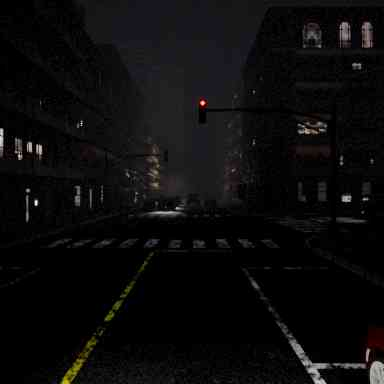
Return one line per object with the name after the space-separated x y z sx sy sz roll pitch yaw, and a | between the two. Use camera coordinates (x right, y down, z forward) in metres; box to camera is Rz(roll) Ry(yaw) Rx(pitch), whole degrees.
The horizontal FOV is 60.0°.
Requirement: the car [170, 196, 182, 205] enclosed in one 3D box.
-2.890 1.526 60.336 1.837 1.490 4.892 0 0 1 | car

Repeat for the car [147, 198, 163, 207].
-5.549 1.580 50.824 1.947 1.339 4.313 0 0 0 | car

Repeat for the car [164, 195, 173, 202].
-5.468 1.563 78.294 1.752 1.417 4.829 -1 0 0 | car

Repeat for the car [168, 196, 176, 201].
-5.435 1.632 89.520 1.802 1.307 4.206 -1 0 0 | car

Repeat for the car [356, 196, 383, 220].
15.110 1.230 24.749 4.892 1.490 1.837 -1 0 -1 | car

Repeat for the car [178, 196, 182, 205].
-2.944 1.577 49.997 1.994 1.385 4.181 0 0 0 | car

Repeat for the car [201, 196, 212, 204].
2.880 1.578 67.378 2.008 1.369 4.403 -1 0 0 | car

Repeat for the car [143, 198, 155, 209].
-5.565 1.561 45.297 2.008 1.369 4.403 0 0 0 | car

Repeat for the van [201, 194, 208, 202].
2.911 1.379 78.434 1.690 1.788 3.998 -1 0 0 | van

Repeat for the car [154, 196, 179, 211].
-2.978 1.571 40.047 1.994 1.385 4.181 0 0 1 | car

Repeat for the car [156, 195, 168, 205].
-5.518 1.462 61.881 1.967 1.590 4.097 -1 0 0 | car

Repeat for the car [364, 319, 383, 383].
2.687 1.544 1.796 1.887 1.381 4.507 0 0 0 | car

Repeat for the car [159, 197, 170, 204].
-5.500 1.609 67.409 1.802 1.307 4.206 -1 0 0 | car

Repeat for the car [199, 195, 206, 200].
2.961 1.602 95.018 1.887 1.381 4.507 -1 0 0 | car

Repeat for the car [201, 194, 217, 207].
2.830 1.454 50.795 1.967 1.590 4.097 -1 0 0 | car

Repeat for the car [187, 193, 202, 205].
0.274 1.239 58.871 2.150 2.045 5.566 0 0 0 | car

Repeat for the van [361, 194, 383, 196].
15.721 1.035 27.329 3.998 1.788 1.690 -1 1 -1 | van

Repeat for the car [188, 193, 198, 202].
0.234 1.264 79.435 2.150 2.045 5.566 0 0 0 | car
